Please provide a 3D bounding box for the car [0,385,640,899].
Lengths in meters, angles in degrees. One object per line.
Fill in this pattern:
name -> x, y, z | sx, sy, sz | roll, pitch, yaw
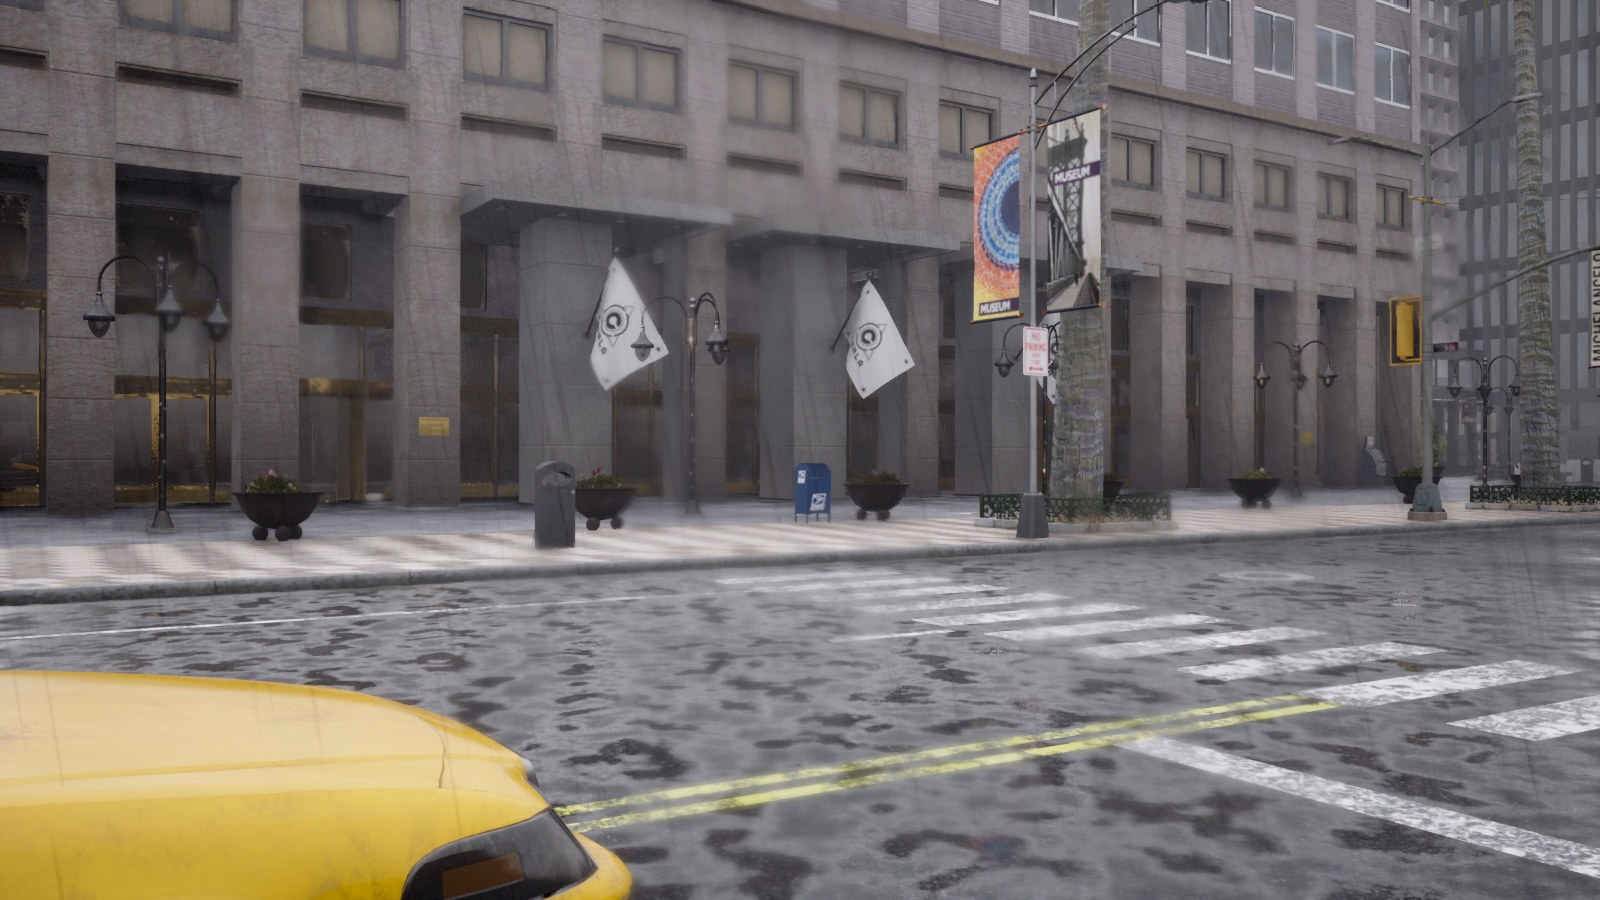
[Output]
car -> -3.013, 0.694, 1.635 | 5.366, 1.575, 1.801 | 0, 0, -36
